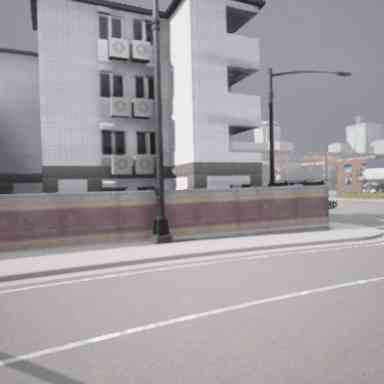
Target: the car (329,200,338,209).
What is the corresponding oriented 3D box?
[{"bbox_3d":[12.691,1.086,34.271,1.895,1.301,4.718,-2,1,-21],"label":"car"}]
